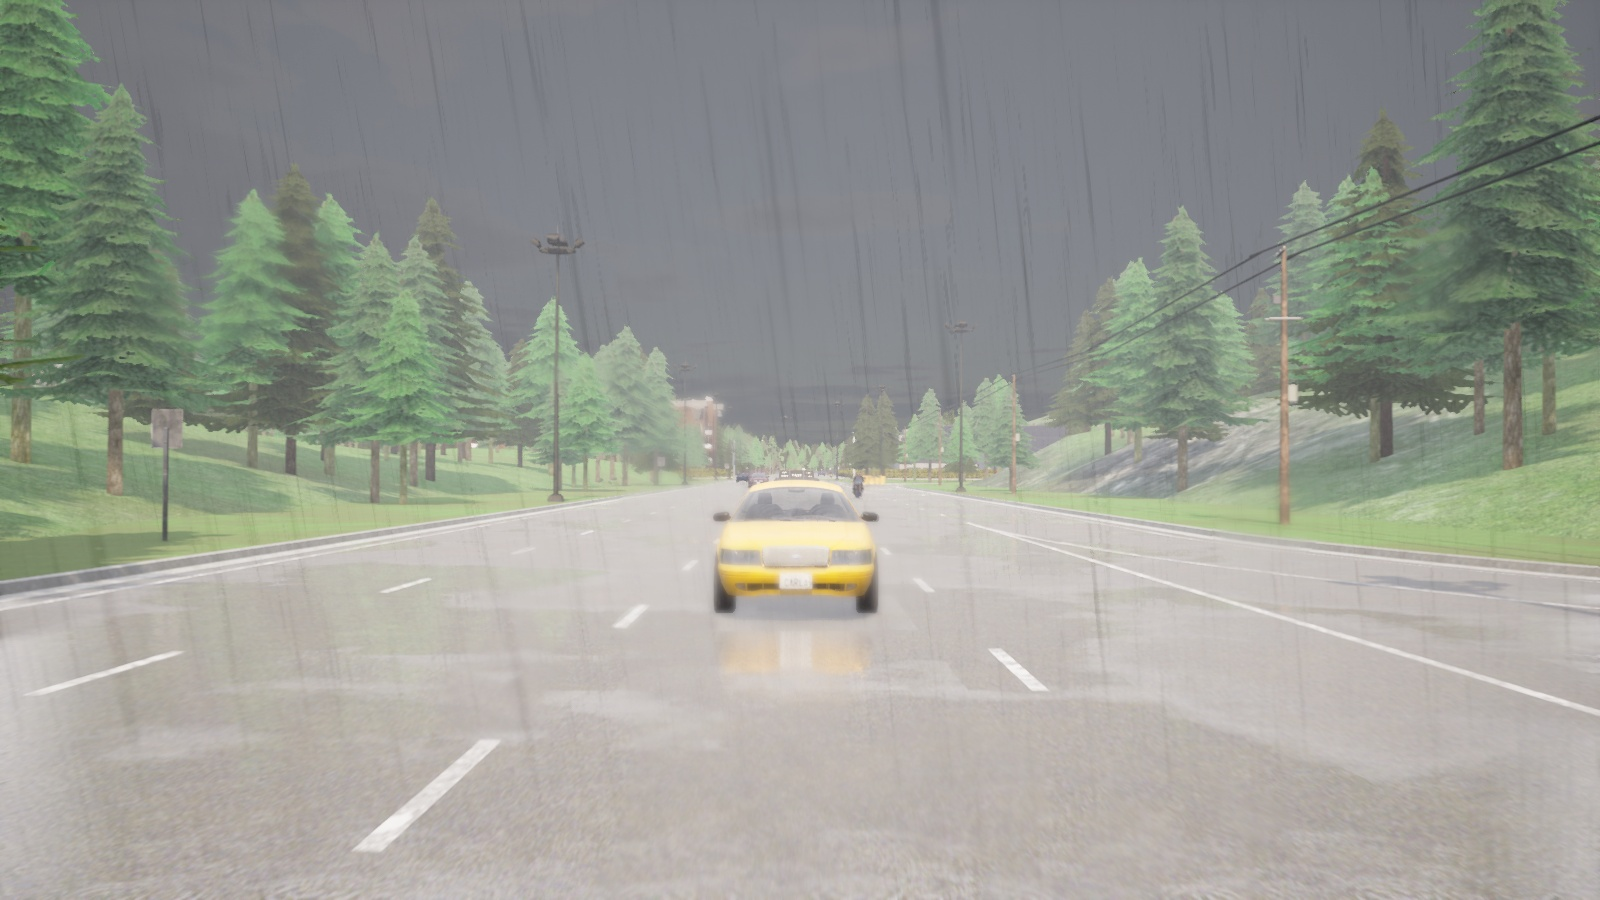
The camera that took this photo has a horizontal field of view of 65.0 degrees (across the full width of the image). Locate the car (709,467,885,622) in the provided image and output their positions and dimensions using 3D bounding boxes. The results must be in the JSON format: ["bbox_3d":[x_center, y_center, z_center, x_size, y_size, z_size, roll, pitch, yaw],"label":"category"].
[{"bbox_3d":[-0.038,1.014,15.569,1.801,1.575,5.366,0,-1,0],"label":"car"}]

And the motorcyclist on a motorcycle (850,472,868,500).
[{"bbox_3d":[3.328,2.027,71.146,0.866,1.530,2.191,0,-1,0],"label":"motorcyclist on a motorcycle"}]
